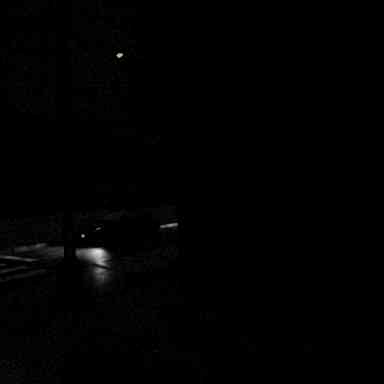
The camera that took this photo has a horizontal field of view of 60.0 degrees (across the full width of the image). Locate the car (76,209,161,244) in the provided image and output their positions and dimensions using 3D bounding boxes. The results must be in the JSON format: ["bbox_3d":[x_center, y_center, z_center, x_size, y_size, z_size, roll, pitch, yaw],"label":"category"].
[{"bbox_3d":[-3.421,1.576,16.276,1.812,1.442,4.674,-4,-1,34],"label":"car"}]
